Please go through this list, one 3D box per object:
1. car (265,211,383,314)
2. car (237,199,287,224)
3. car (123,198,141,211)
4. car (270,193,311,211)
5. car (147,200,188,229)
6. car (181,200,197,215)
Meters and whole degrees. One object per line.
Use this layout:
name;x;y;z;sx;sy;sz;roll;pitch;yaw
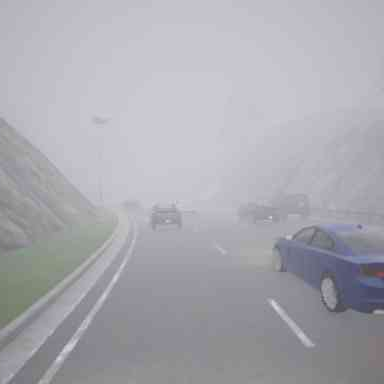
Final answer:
car;3.368;1.435;7.610;1.882;1.535;5.008;0;0;-3
car;4.794;1.444;24.474;1.837;1.490;4.892;0;0;-11
car;-7.992;1.577;43.853;1.882;1.535;5.008;-1;0;-19
car;7.744;1.123;27.866;2.150;2.045;5.566;0;0;-12
car;-1.859;1.514;21.957;2.128;1.511;4.902;-1;0;-10
car;-0.855;1.536;33.498;1.812;1.442;4.674;0;0;-15
